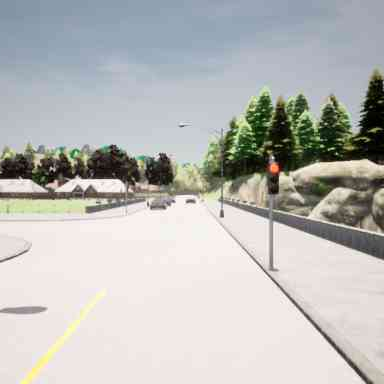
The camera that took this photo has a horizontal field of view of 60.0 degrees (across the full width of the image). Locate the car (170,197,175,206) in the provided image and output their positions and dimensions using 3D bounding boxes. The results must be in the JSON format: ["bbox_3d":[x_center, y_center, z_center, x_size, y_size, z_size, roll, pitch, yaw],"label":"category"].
[{"bbox_3d":[-4.270,1.535,53.154,2.033,1.411,5.357,0,0,-1],"label":"car"}]

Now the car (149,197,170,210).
[{"bbox_3d":[-4.240,1.516,42.674,1.812,1.442,4.674,0,0,-1],"label":"car"}]

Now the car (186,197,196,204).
[{"bbox_3d":[-0.207,1.587,63.384,1.895,1.301,4.718,0,0,0],"label":"car"}]
